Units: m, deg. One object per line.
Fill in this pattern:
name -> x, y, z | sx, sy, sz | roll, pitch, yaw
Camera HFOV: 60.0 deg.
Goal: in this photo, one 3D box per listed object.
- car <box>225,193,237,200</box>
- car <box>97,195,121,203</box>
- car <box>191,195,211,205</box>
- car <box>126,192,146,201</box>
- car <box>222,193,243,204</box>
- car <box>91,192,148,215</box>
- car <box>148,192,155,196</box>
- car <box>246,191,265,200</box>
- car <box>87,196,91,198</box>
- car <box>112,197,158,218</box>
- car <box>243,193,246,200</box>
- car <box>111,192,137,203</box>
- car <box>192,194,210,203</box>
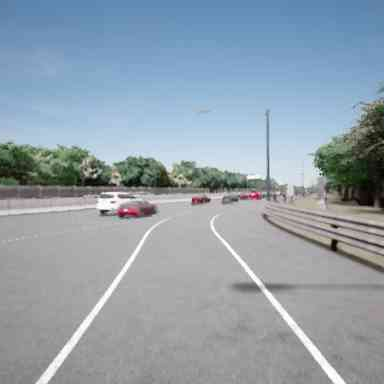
car -> 9.686, 1.031, 82.111 | 1.882, 1.535, 5.008 | 0, 0, 22
car -> -16.123, 1.304, 64.831 | 1.882, 1.535, 5.008 | 0, 0, 22
car -> 1.507, 1.186, 52.407 | 1.882, 1.535, 5.008 | 0, 0, 22
car -> -13.596, 0.983, 80.478 | 2.150, 2.045, 5.566 | 0, 0, 22
car -> 6.344, 1.150, 55.029 | 2.128, 1.511, 4.902 | 0, 0, 22
car -> -6.786, 1.061, 31.972 | 2.150, 2.045, 5.566 | 0, 0, 22
car -> -9.636, 0.998, 62.234 | 2.150, 2.045, 5.566 | 0, 0, 23
car -> 14.286, 0.757, 74.775 | 2.150, 2.045, 5.566 | 0, 0, 22
car -> -19.487, 1.394, 65.827 | 2.033, 1.411, 5.357 | 0, 0, 22
car -> -4.512, 1.396, 28.256 | 1.994, 1.385, 4.181 | 0, 0, 22
car -> 11.981, 1.020, 78.425 | 1.882, 1.535, 5.008 | 0, 0, 22
car -> -12.885, 1.024, 63.517 | 2.150, 2.045, 5.566 | 0, 0, 22
car -> 1.760, 1.203, 62.377 | 1.812, 1.442, 4.674 | 0, 0, 22
